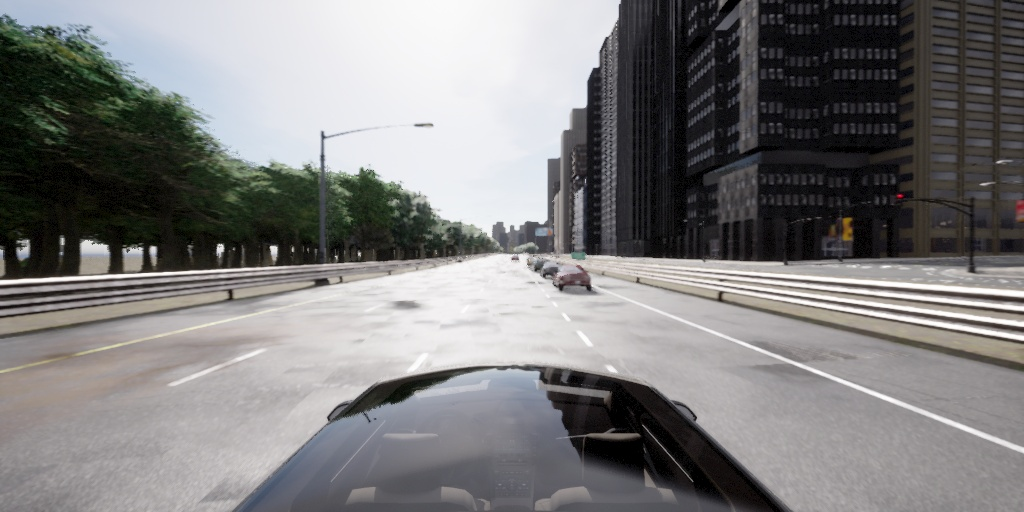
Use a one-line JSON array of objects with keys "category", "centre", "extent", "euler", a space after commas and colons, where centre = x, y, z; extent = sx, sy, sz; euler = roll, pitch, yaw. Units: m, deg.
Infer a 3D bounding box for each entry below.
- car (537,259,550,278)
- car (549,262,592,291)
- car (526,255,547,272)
[{"category": "car", "centre": [3.582, 1.229, 32.485], "extent": [1.812, 1.442, 4.674], "euler": [0, 0, 0]}, {"category": "car", "centre": [3.530, 1.248, 21.514], "extent": [1.812, 1.442, 4.674], "euler": [0, 0, 0]}, {"category": "car", "centre": [3.439, 1.030, 43.892], "extent": [2.097, 1.767, 4.553], "euler": [0, 0, -7]}]
